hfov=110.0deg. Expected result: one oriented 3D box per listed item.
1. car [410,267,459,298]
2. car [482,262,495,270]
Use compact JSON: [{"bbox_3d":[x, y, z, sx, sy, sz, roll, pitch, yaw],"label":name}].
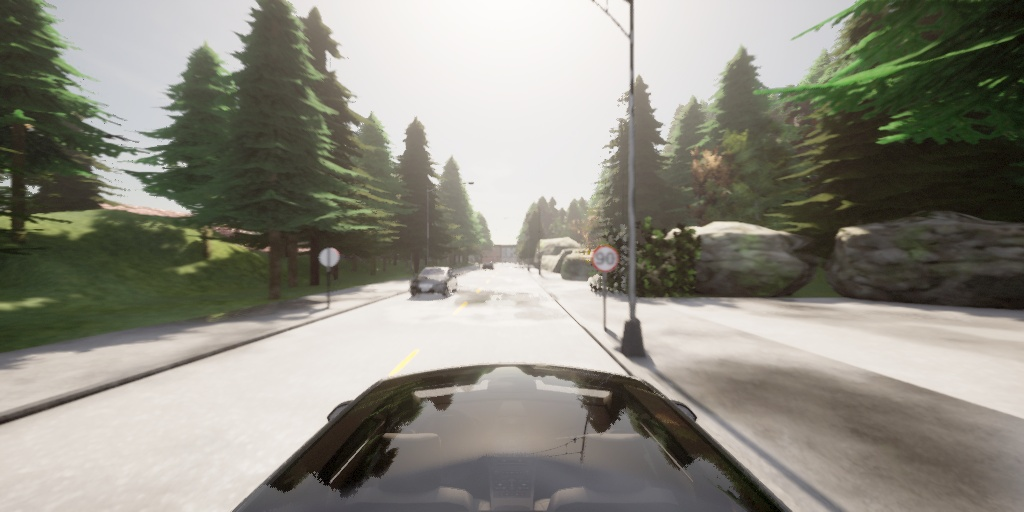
[{"bbox_3d":[-4.089,1.343,19.418,2.128,1.511,4.902,0,0,0],"label":"car"},{"bbox_3d":[-3.943,1.680,59.842,1.895,1.301,4.718,0,0,0],"label":"car"}]
